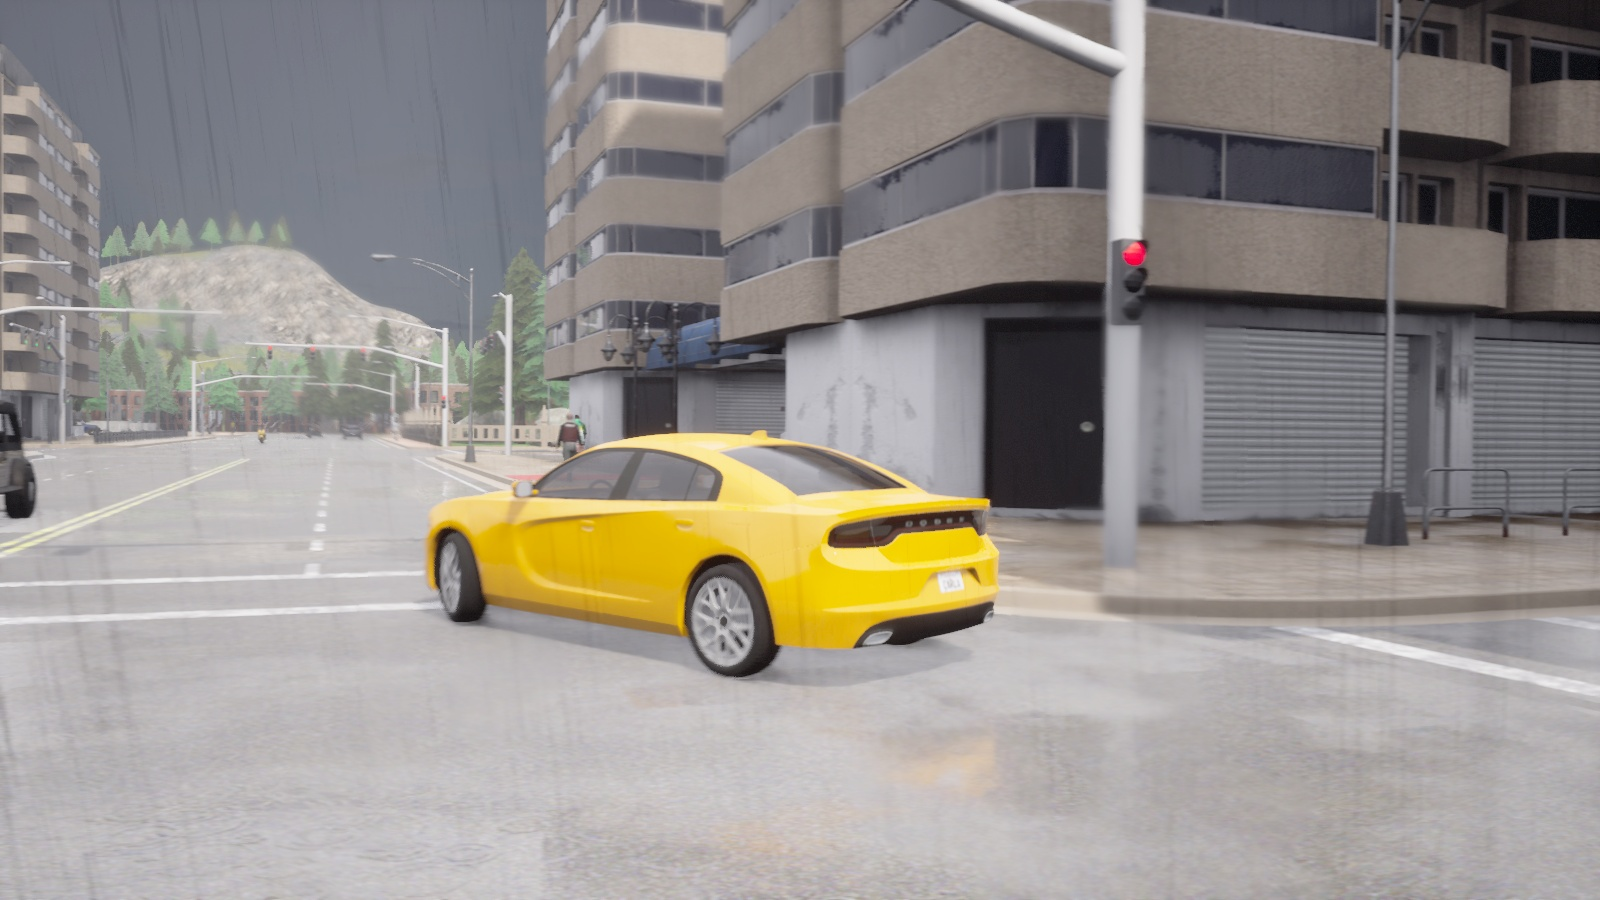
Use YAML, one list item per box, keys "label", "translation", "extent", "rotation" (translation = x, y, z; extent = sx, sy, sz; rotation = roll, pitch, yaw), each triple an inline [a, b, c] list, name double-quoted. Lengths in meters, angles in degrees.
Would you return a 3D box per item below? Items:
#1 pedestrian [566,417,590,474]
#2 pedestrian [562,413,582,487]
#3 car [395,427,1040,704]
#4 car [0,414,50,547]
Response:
- label: "pedestrian"
  translation: [-7.640, -0.164, 43.180]
  extent: [0.659, 1.952, 0.873]
  rotation: [-1, 1, -18]
- label: "pedestrian"
  translation: [-5.805, 0.000, 31.940]
  extent: [0.376, 1.854, 0.720]
  rotation: [-1, 1, -20]
- label: "car"
  translation: [-0.874, 0.632, 9.438]
  extent: [5.008, 1.535, 1.882]
  rotation: [0, 2, 43]
- label: "car"
  translation: [-12.700, 0.427, 18.712]
  extent: [1.905, 1.878, 3.866]
  rotation: [-1, 1, -20]
